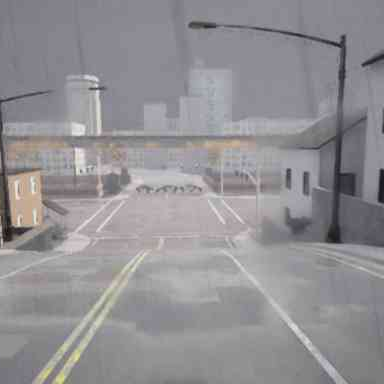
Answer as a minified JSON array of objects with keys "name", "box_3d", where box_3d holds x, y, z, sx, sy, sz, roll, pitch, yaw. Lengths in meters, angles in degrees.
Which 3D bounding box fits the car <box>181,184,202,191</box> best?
[{"name":"car","box_3d":[-0.196,-0.957,74.357,4.974,1.542,2.038,3,9,26]}]

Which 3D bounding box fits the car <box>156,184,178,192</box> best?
[{"name":"car","box_3d":[-5.492,-0.937,73.404,4.536,1.218,1.853,-7,10,-38]}]

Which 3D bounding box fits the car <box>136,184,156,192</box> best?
[{"name":"car","box_3d":[-10.176,-0.869,73.239,4.536,1.218,1.853,6,10,41]}]

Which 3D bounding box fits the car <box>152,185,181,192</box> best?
[{"name":"car","box_3d":[-5.531,-0.776,73.393,4.974,1.542,2.038,-7,10,-38]}]

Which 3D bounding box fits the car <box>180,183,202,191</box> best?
[{"name":"car","box_3d":[-0.244,-1.116,74.358,4.536,1.218,1.853,3,9,26]}]

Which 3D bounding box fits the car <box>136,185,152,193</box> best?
[{"name":"car","box_3d":[-10.136,-0.709,73.226,4.974,1.542,2.038,6,10,41]}]
